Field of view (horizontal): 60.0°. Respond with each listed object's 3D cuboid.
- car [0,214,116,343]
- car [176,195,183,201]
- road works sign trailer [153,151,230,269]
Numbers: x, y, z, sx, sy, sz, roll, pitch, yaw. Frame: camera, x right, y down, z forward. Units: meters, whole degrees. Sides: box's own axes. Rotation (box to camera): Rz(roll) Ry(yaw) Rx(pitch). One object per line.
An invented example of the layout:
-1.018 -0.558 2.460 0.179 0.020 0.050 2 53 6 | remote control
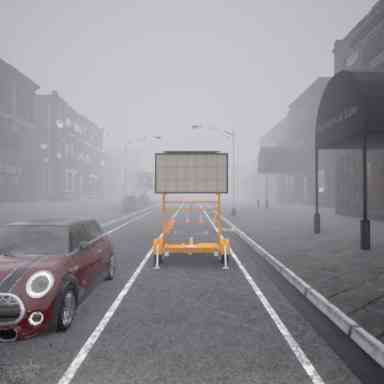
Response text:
-3.018 1.341 6.751 2.097 1.767 4.553 0 0 0 | car
-3.248 1.585 88.092 2.033 1.411 5.357 0 0 0 | car
-0.016 0.444 11.089 2.380 3.560 2.880 0 0 0 | road works sign trailer
